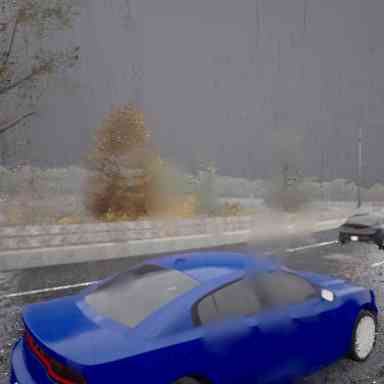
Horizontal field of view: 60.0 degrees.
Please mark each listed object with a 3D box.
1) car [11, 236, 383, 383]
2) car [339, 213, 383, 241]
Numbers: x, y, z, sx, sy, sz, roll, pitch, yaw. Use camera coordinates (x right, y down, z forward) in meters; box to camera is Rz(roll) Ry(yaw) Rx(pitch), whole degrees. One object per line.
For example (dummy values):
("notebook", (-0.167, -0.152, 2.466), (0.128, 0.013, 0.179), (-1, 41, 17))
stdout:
("car", (0.522, 1.539, 4.301), (5.008, 1.535, 1.882), (1, -1, -37))
("car", (8.816, 1.807, 16.189), (4.892, 1.490, 1.837), (1, -1, -44))
